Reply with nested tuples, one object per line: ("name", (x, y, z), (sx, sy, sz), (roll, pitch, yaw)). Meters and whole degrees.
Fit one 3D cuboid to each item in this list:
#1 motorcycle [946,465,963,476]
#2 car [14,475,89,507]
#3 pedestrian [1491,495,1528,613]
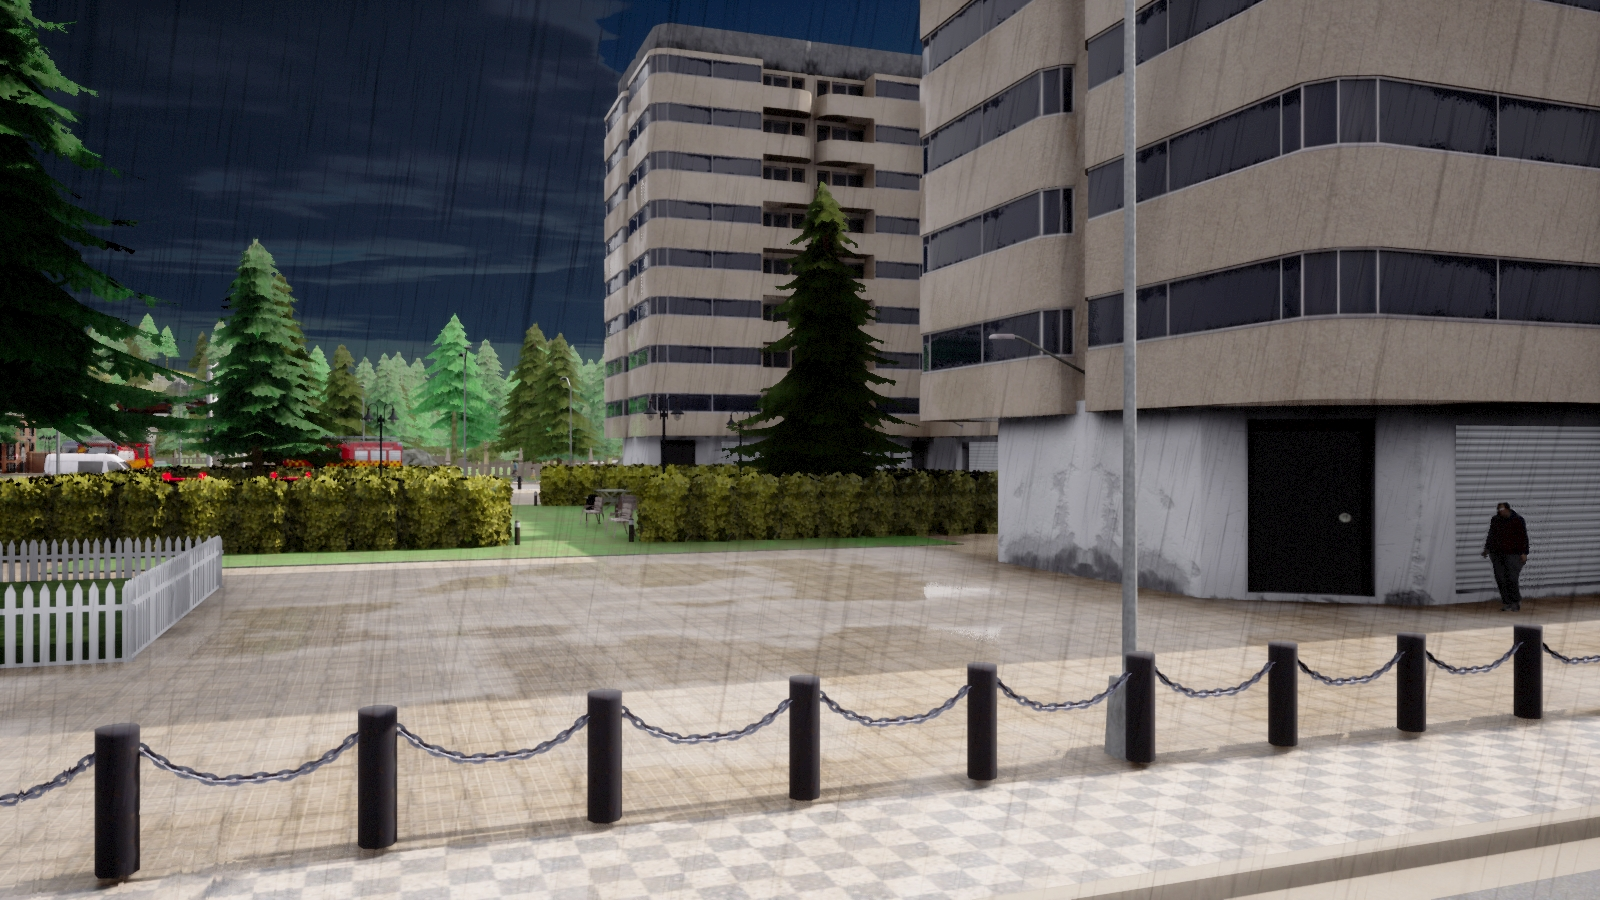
("motorcycle", (16.084, 2.131, 119.009), (0.803, 1.199, 2.033), (0, 0, -20))
("car", (-38.243, 2.063, 58.523), (2.163, 1.488, 4.792), (0, 0, -20))
("pedestrian", (11.466, 1.669, 18.461), (0.375, 1.860, 0.375), (0, 0, -30))
